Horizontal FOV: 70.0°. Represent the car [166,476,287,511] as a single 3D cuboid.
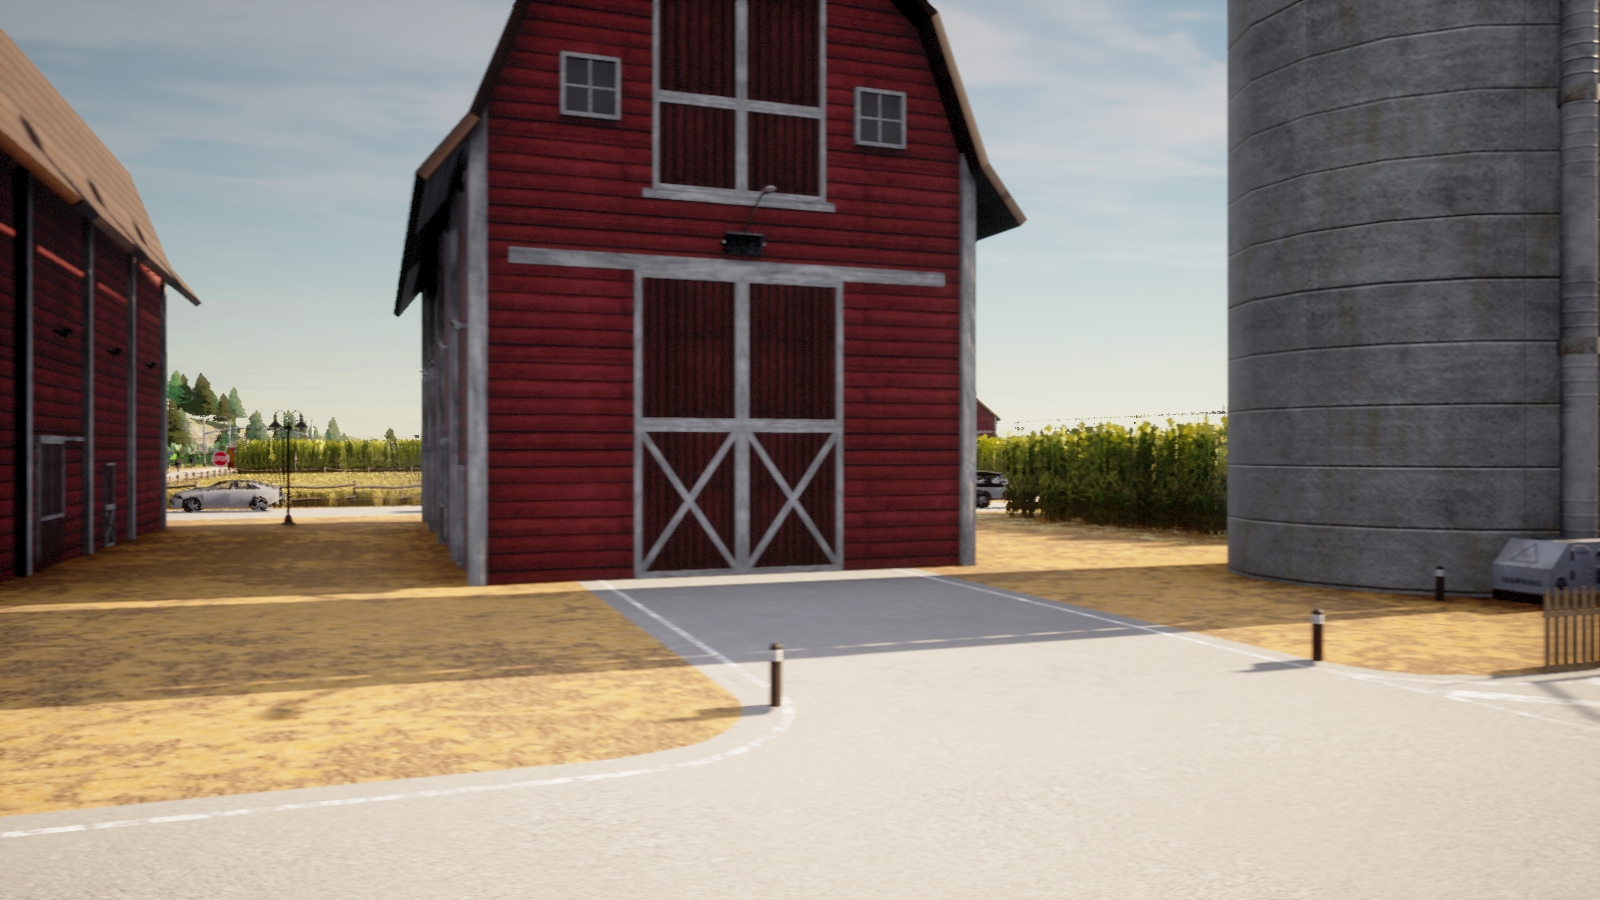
[{"bbox_3d":[-27.198,2.048,54.411,4.902,1.511,2.128,0,0,-19],"label":"car"}]
